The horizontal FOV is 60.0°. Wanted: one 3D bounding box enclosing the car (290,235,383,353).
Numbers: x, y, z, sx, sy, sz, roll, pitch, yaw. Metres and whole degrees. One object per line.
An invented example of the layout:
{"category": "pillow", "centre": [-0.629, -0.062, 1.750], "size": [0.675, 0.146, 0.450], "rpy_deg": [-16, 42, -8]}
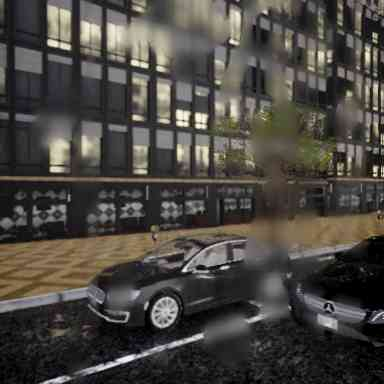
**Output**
{"category": "car", "centre": [3.764, 1.535, 5.942], "size": [4.674, 1.442, 1.812], "rpy_deg": [0, 0, -36]}

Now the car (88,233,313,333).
{"category": "car", "centre": [0.182, 1.557, 6.700], "size": [4.403, 1.369, 2.008], "rpy_deg": [0, -1, -36]}
